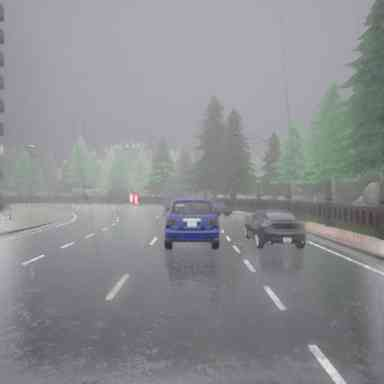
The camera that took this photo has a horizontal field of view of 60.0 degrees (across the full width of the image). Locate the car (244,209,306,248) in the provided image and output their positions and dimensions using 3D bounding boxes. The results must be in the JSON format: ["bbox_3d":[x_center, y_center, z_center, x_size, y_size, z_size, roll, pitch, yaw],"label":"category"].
[{"bbox_3d":[3.500,1.516,14.650,1.837,1.490,4.892,0,0,0],"label":"car"}]

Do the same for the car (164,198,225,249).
[{"bbox_3d":[0.000,1.258,14.680,2.150,2.045,5.566,0,0,0],"label":"car"}]

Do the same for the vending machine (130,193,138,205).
[{"bbox_3d":[-9.861,1.194,56.484,0.880,2.100,1.100,0,0,40],"label":"vending machine"}]

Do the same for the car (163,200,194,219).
[{"bbox_3d":[-1.337,1.533,29.986,1.812,1.442,4.674,0,0,-15],"label":"car"}]

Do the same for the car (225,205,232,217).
[{"bbox_3d":[2.040,1.616,30.906,1.895,1.301,4.718,0,0,-15],"label":"car"}]
